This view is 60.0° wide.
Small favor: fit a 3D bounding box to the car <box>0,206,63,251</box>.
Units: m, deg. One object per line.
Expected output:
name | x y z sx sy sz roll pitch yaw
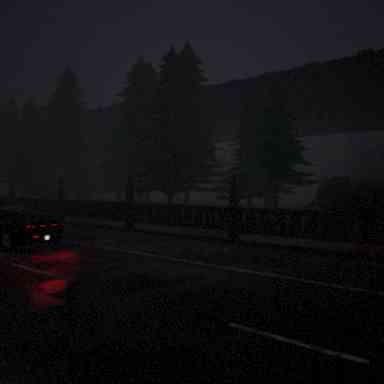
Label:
car | -7.129 1.328 13.302 4.892 1.490 1.837 1 1 36
